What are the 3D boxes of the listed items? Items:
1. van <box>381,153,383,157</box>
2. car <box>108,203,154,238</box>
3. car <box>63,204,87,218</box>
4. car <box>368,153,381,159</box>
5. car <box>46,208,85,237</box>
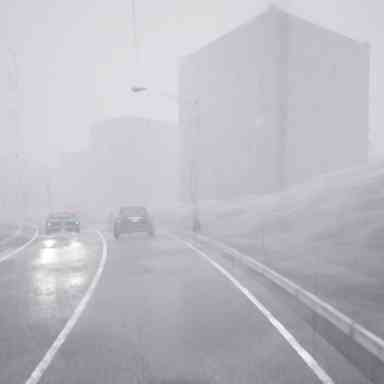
[{"bbox_3d":[31.882,-6.075,51.934,1.878,1.987,4.442,0,2,9],"label":"van"},{"bbox_3d":[-3.620,1.517,19.146,2.097,1.767,4.553,-1,-1,-19],"label":"car"},{"bbox_3d":[-13.435,2.094,36.976,2.097,1.767,4.553,-2,-1,-38],"label":"car"},{"bbox_3d":[32.775,-5.962,57.511,2.002,1.452,4.674,0,1,9],"label":"car"},{"bbox_3d":[-7.975,1.894,20.566,1.895,1.301,4.718,-1,-1,-22],"label":"car"}]
